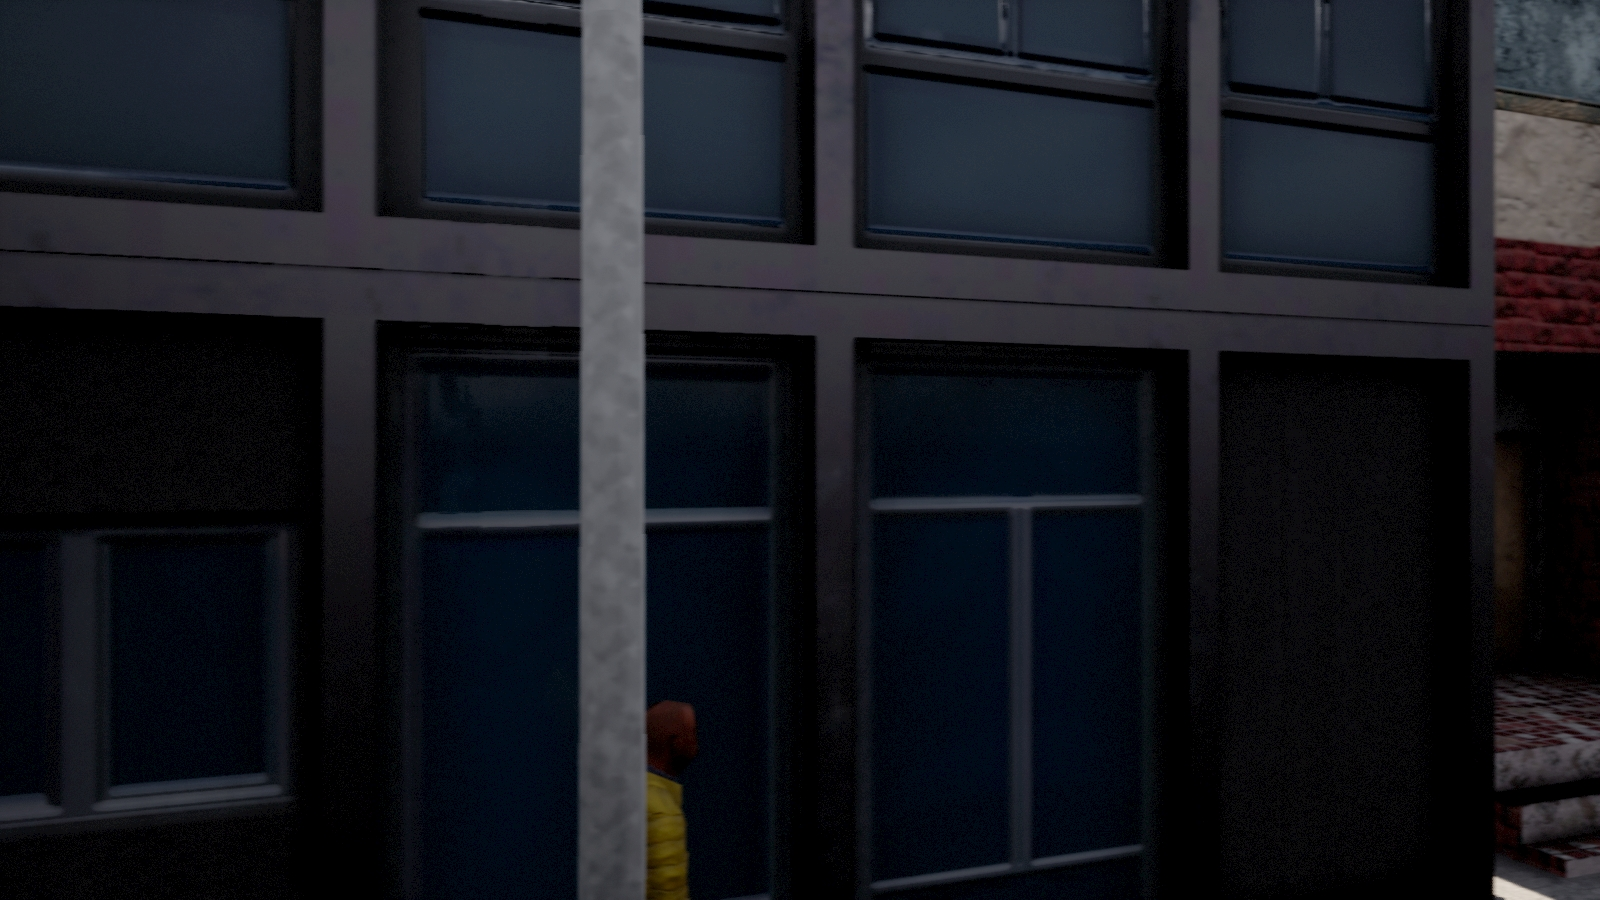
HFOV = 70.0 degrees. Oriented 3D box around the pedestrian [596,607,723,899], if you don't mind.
[{"bbox_3d":[-0.509,1.523,4.082,0.375,1.860,0.375,0,0,-20],"label":"pedestrian"}]
